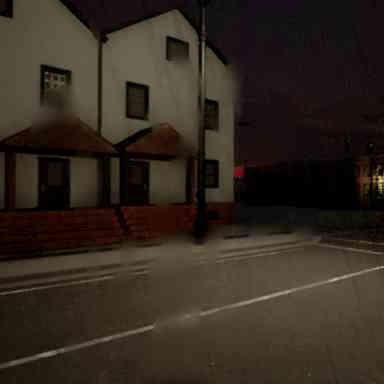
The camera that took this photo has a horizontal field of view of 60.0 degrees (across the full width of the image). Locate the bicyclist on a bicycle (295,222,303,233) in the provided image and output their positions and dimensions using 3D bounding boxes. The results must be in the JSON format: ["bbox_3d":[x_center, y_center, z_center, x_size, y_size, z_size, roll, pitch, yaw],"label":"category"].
[{"bbox_3d":[12.887,4.468,40.058,1.656,1.620,0.582,0,-11,-33],"label":"bicyclist on a bicycle"}]
